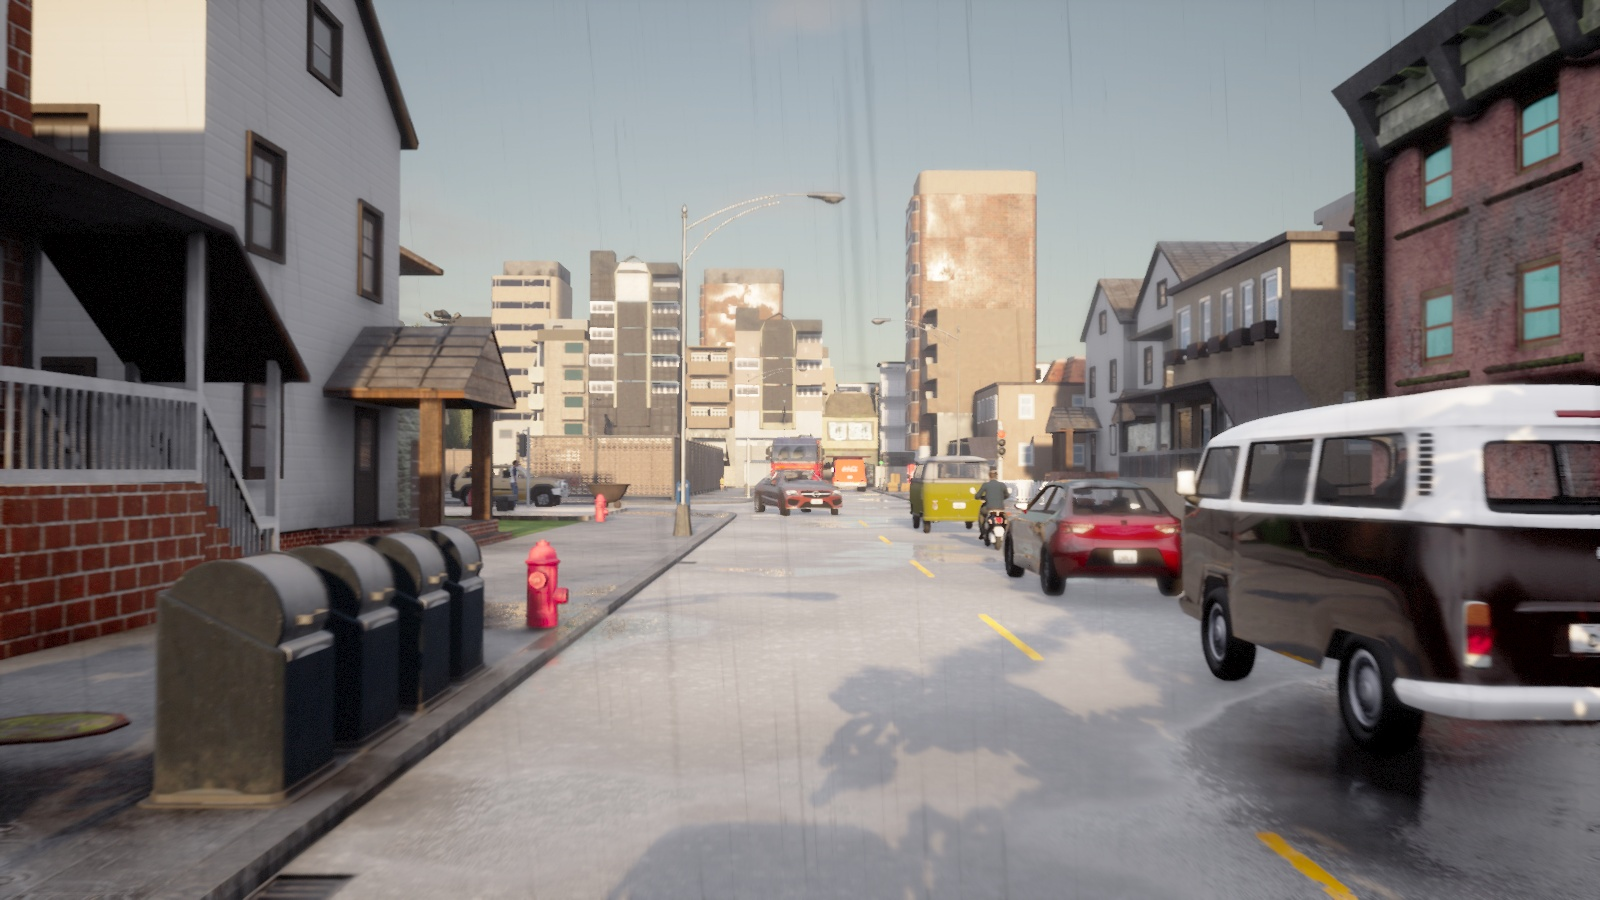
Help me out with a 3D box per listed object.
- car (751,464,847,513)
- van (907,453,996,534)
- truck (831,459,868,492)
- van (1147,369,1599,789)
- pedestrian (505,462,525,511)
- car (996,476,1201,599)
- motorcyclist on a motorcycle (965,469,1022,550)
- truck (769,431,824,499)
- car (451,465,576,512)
[{"bbox_3d":[-0.132,1.354,45.388,2.152,1.651,5.027,0,-1,-16],"label":"car"},{"bbox_3d":[3.923,1.108,33.203,1.775,1.987,4.442,0,-1,-1],"label":"van"},{"bbox_3d":[3.750,1.933,96.794,2.627,2.467,5.204,0,-1,0],"label":"truck"},{"bbox_3d":[3.976,0.662,8.353,2.069,2.038,4.480,0,-1,0],"label":"van"},{"bbox_3d":[-10.698,1.354,47.171,0.706,1.836,0.354,0,-1,-18],"label":"pedestrian"},{"bbox_3d":[3.955,1.103,17.382,1.816,1.474,4.193,0,-1,0],"label":"car"},{"bbox_3d":[3.934,1.182,25.641,0.866,1.590,1.817,0,-1,0],"label":"motorcyclist on a motorcycle"},{"bbox_3d":[-0.121,0.920,75.839,2.891,3.827,8.468,0,-1,3],"label":"truck"},{"bbox_3d":[-11.581,1.531,50.987,4.605,1.855,1.932,0,-1,0],"label":"car"}]
